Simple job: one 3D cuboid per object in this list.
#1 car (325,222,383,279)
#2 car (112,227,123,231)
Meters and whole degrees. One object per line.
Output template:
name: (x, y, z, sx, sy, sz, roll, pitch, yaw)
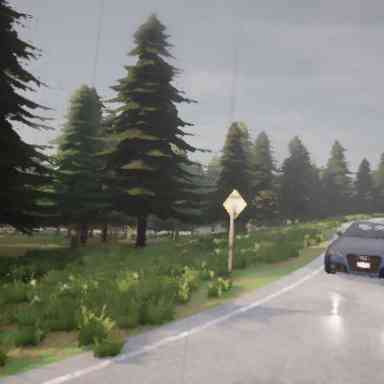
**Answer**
car: (5.346, 1.604, 9.851, 1.994, 1.385, 4.181, 0, 0, 34)
car: (-19.908, 9.367, 85.134, 4.193, 1.474, 1.816, 3, 2, -4)
